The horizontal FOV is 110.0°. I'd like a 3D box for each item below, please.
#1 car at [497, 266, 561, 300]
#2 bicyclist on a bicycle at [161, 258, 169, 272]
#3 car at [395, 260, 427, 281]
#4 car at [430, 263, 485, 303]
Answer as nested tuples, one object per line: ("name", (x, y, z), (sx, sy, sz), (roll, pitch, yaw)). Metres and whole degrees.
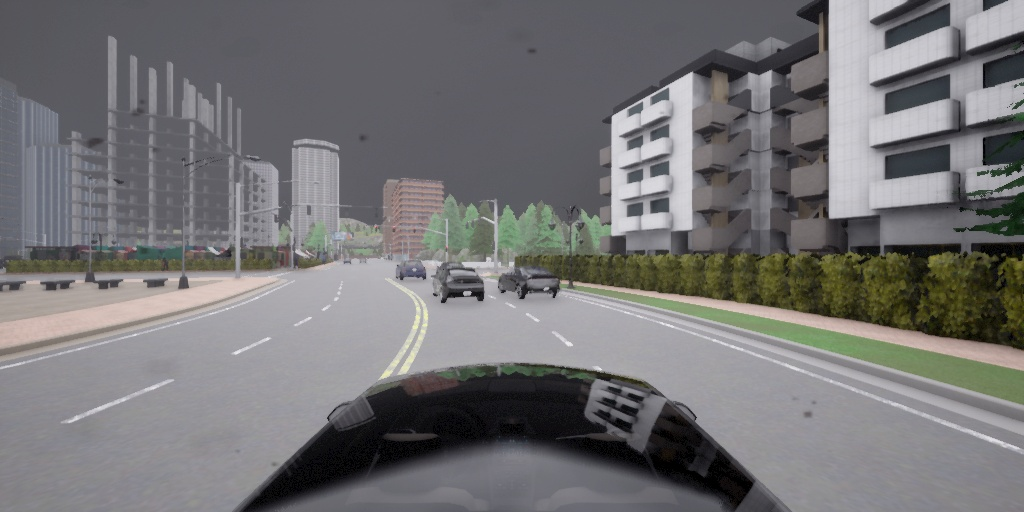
("car", (0.695, 1.244, 17.956), (2.128, 1.511, 4.902), (0, 0, -19))
("bicyclist on a bicycle", (-40.938, 1.008, 42.276), (0.582, 1.620, 1.656), (0, 5, -21))
("car", (-8.697, 1.115, 30.637), (2.097, 1.767, 4.553), (0, 0, -24))
("car", (-2.607, 1.265, 16.796), (1.837, 1.490, 4.892), (0, 0, -19))
